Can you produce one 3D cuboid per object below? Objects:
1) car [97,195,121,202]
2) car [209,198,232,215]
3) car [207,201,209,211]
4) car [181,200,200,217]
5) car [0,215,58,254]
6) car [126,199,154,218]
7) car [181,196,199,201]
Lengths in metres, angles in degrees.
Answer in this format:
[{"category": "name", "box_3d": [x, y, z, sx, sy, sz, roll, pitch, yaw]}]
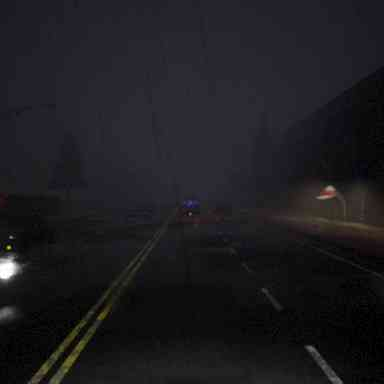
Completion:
[{"category": "car", "box_3d": [-22.153, 1.747, 89.131, 4.605, 1.855, 1.932, 0, 0, 0]}, {"category": "car", "box_3d": [3.305, 1.721, 36.739, 1.882, 1.535, 5.008, 0, 0, 0]}, {"category": "car", "box_3d": [3.197, 1.662, 46.821, 2.097, 1.767, 4.553, 0, 0, 0]}, {"category": "car", "box_3d": [-0.152, 1.826, 33.945, 1.895, 1.301, 4.718, 0, 0, 0]}, {"category": "car", "box_3d": [-7.175, 1.656, 13.692, 1.994, 1.385, 4.181, 0, 0, 0]}, {"category": "car", "box_3d": [-3.679, 1.373, 24.512, 1.895, 1.301, 4.718, 0, 0, 0]}, {"category": "car", "box_3d": [-0.236, 1.513, 43.985, 2.150, 2.045, 5.566, 0, 0, 0]}]
